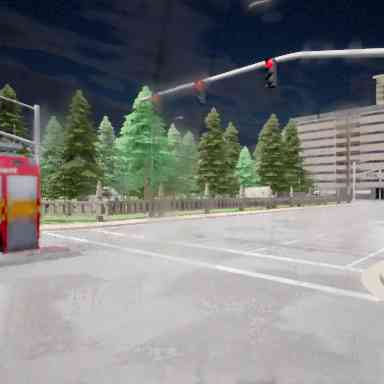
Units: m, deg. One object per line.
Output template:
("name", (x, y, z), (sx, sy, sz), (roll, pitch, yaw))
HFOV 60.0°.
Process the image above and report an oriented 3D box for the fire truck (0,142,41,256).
("fire truck", (-8.772, 0.342, 8.838), (2.891, 3.827, 8.468), (0, 0, 45))
